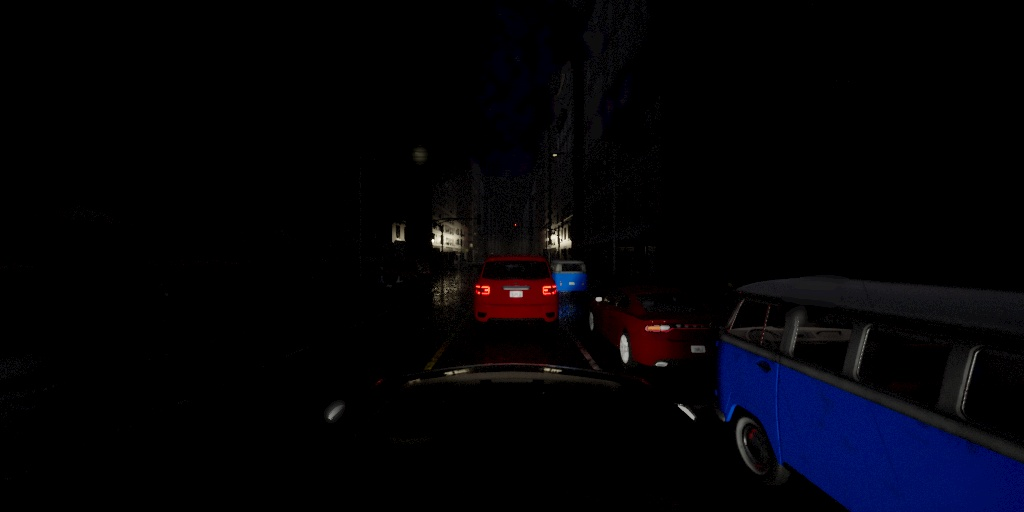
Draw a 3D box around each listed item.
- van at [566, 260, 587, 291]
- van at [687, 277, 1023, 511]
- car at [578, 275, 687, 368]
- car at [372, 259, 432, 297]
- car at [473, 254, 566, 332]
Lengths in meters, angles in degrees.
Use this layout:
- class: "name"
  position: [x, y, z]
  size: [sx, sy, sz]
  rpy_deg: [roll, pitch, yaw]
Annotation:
- class: "van"
  position: [2.878, 1.086, 19.054]
  size: [1.690, 1.789, 3.998]
  rpy_deg: [0, 0, 0]
- class: "van"
  position: [2.856, 1.091, 2.072]
  size: [1.690, 1.789, 3.998]
  rpy_deg: [0, 0, 0]
- class: "car"
  position: [2.863, 1.294, 7.733]
  size: [1.888, 1.381, 4.507]
  rpy_deg: [0, 0, 0]
- class: "car"
  position: [-5.647, 1.060, 19.025]
  size: [2.192, 1.841, 5.009]
  rpy_deg: [0, 0, 0]
- class: "car"
  position: [0.113, 0.970, 10.954]
  size: [2.150, 2.045, 5.566]
  rpy_deg: [0, 0, 0]
